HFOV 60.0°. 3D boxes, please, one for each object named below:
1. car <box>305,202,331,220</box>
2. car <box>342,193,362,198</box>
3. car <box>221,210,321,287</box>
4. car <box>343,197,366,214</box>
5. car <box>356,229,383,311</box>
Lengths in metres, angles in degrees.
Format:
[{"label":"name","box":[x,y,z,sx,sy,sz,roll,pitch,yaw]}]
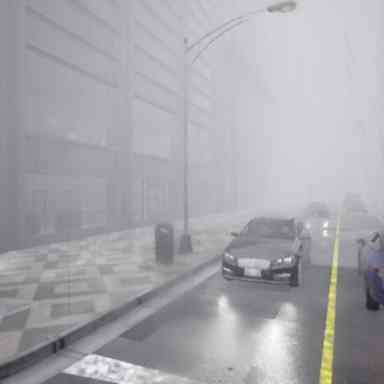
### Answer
[{"label":"car","box":[10.553,1.526,27.833,1.994,1.385,4.181,0,0,24]},{"label":"car","box":[21.220,1.159,44.076,2.150,2.045,5.566,0,0,24]},{"label":"car","box":[2.323,1.477,9.507,2.128,1.511,4.902,0,0,24]},{"label":"car","box":[16.979,1.498,34.502,2.033,1.411,5.357,0,0,25]},{"label":"car","box":[4.683,1.513,7.184,1.812,1.442,4.674,0,0,24]}]
